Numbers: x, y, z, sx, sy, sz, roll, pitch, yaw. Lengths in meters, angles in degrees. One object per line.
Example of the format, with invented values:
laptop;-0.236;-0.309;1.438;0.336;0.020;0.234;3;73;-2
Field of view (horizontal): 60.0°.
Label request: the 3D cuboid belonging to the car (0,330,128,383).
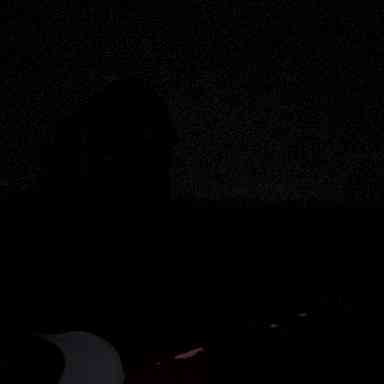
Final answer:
car;-2.442;1.527;1.331;4.674;1.442;1.812;0;0;-35
